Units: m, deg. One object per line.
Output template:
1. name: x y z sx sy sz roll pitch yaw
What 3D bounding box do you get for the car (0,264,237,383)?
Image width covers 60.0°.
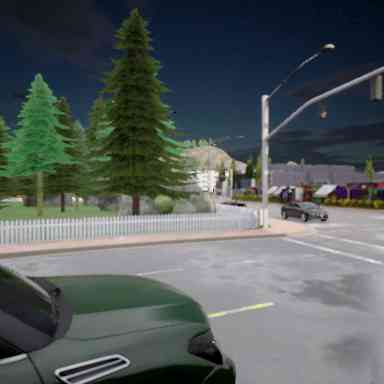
1. car: -2.292 1.224 1.991 5.566 2.045 2.150 0 0 -35

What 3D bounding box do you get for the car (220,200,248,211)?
1. car: 5.037 1.604 40.341 1.895 1.301 4.718 0 0 -16

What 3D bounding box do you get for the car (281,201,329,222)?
1. car: 8.857 1.516 26.506 1.837 1.490 4.892 0 0 -13
